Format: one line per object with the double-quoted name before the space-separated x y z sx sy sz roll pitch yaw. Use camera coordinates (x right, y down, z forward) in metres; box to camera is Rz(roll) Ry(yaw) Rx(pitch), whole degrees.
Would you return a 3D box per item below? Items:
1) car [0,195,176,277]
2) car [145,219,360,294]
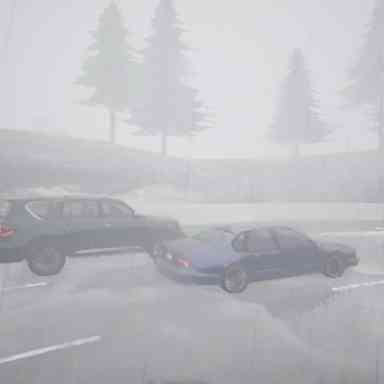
"car" -2.890 1.123 10.104 5.566 2.045 2.150 0 0 -31
"car" 1.762 1.489 8.484 5.357 1.411 2.033 0 0 -26
